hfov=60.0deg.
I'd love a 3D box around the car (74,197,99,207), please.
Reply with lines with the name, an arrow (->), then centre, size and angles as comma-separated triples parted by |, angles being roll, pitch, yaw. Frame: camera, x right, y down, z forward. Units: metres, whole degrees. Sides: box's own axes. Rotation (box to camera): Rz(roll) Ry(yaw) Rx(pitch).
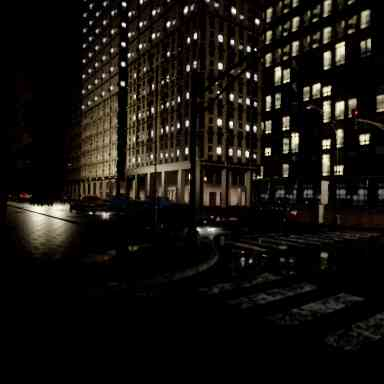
car -> -16.061, 1.510, 50.269 | 2.033, 1.411, 5.357 | 1, -1, -36

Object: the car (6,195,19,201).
car -> -40.240, 1.372, 74.394 | 2.008, 1.369, 4.403 | 1, -1, -35

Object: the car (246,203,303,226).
car -> 5.778, 1.498, 23.925 | 1.967, 1.590, 4.097 | 1, -1, -35

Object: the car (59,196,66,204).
car -> -22.192, 1.457, 58.922 | 1.837, 1.490, 4.892 | 1, -1, -35

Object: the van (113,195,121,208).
van -> -10.545, 1.360, 46.973 | 1.690, 1.788, 3.998 | 1, -1, -35

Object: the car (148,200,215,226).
car -> -0.706, 1.489, 23.058 | 2.033, 1.411, 5.357 | 1, -1, -35

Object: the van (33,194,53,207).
van -> -20.647, 1.192, 46.739 | 1.690, 1.788, 3.998 | 1, -1, -35

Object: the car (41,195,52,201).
car -> -36.669, 1.562, 83.845 | 1.802, 1.307, 4.206 | 1, -1, -35

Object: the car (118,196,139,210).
car -> -7.283, 1.577, 42.362 | 2.008, 1.369, 4.403 | 1, -1, -35

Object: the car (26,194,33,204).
car -> -23.916, 1.427, 51.346 | 1.802, 1.307, 4.206 | 1, -1, -35

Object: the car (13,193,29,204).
car -> -30.442, 1.150, 60.568 | 2.192, 1.841, 5.009 | 1, -1, -35

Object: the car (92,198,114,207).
car -> -13.814, 1.579, 51.580 | 1.947, 1.339, 4.313 | 1, -1, -35

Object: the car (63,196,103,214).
car -> -10.856, 1.422, 32.909 | 2.008, 1.369, 4.403 | 1, -1, -35

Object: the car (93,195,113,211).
car -> -11.171, 1.268, 37.864 | 2.097, 1.767, 4.553 | 1, -1, -35

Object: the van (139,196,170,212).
van -> -4.015, 1.374, 37.754 | 1.690, 1.788, 3.998 | 1, -1, -35

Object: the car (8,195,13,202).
car -> -36.976, 1.391, 69.784 | 1.947, 1.339, 4.313 | 1, -1, -35
